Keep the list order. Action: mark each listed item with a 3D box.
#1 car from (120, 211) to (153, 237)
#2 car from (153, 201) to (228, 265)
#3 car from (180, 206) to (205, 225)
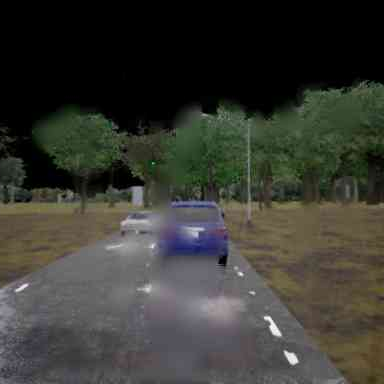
[{"bbox_3d":[-2.834,1.785,19.366,1.895,1.301,4.718,0,-1,0],"label":"car"},{"bbox_3d":[0.074,1.337,12.263,2.150,2.045,5.566,0,0,1],"label":"car"},{"bbox_3d":[0.074,1.870,27.510,1.895,1.301,4.718,0,-1,0],"label":"car"}]
